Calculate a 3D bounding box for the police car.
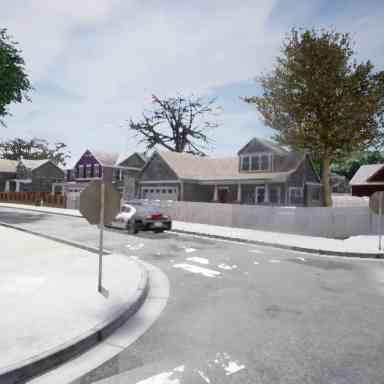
[{"bbox_3d":[-3.289,1.339,17.565,2.038,1.542,4.974,3,-1,-45],"label":"police car"}]
